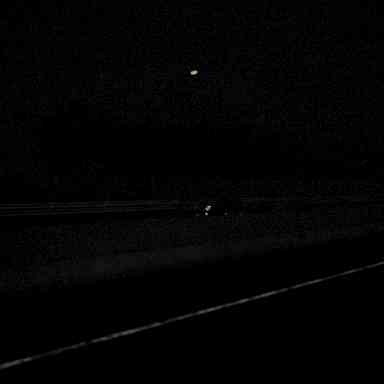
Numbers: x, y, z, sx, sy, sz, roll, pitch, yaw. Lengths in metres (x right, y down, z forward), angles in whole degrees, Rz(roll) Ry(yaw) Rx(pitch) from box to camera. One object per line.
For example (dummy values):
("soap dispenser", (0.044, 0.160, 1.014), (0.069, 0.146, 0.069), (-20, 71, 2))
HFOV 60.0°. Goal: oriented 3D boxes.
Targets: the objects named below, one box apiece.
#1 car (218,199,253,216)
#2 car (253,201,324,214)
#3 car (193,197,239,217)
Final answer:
("car", (4.797, 1.415, 24.576), (5.357, 1.411, 2.033), (-1, 0, -35))
("car", (6.542, 1.348, 21.522), (5.008, 1.535, 1.882), (0, 0, -35))
("car", (2.306, 1.223, 27.099), (4.553, 1.767, 2.097), (-1, 0, -35))
